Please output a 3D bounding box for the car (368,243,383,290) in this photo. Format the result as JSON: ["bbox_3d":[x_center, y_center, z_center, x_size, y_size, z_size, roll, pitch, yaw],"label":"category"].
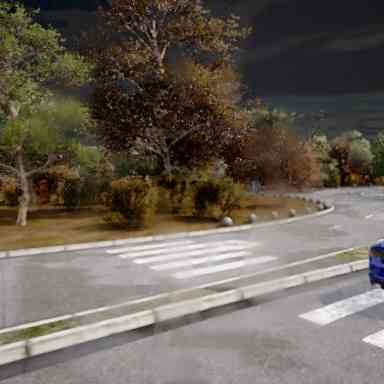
[{"bbox_3d":[5.938,1.362,7.327,5.008,1.535,1.882,-1,1,-33],"label":"car"}]
